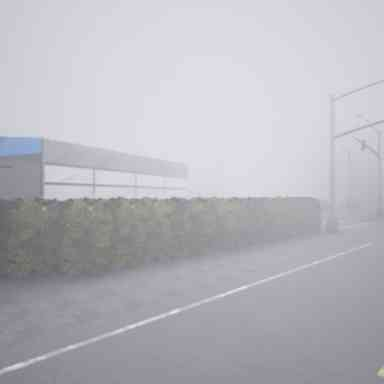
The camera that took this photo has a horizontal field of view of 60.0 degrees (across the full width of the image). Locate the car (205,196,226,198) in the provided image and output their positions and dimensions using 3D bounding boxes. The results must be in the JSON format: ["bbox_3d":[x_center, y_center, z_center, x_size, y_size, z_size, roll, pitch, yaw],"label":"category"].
[{"bbox_3d":[3.853,1.784,64.900,2.007,1.523,4.514,0,-1,44],"label":"car"}]

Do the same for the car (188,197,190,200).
[{"bbox_3d":[-2.584,1.912,86.109,2.007,1.523,4.514,0,-1,44],"label":"car"}]

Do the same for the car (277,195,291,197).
[{"bbox_3d":[21.330,1.718,73.724,1.932,1.855,4.605,0,-1,44],"label":"car"}]

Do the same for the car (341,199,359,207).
[{"bbox_3d":[27.250,1.911,57.427,1.970,1.475,3.806,0,-1,44],"label":"car"}]

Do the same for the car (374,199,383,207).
[{"bbox_3d":[34.559,1.954,60.671,1.845,1.501,3.633,0,-1,44],"label":"car"}]

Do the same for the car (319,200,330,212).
[{"bbox_3d":[16.421,1.711,41.997,2.007,1.523,4.514,0,-1,44],"label":"car"}]

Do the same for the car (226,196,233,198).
[{"bbox_3d":[9.784,1.805,84.371,2.152,1.636,5.027,0,-1,44],"label":"car"}]

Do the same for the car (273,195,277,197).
[{"bbox_3d":[18.959,1.701,75.454,1.905,1.878,3.866,0,-1,44],"label":"car"}]

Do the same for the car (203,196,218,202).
[{"bbox_3d":[4.956,1.895,88.611,1.970,1.475,3.806,0,-1,44],"label":"car"}]
